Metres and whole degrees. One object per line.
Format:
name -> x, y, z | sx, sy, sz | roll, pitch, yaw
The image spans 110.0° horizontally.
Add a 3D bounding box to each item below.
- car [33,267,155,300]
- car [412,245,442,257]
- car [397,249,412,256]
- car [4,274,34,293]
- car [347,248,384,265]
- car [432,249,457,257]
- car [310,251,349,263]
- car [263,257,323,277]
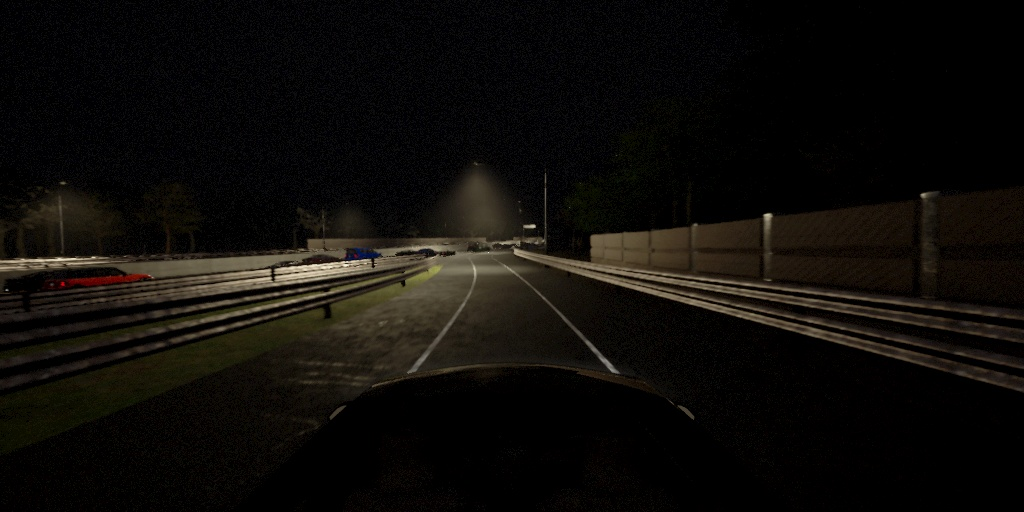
car -> -24.898, 1.469, 21.902 | 2.097, 1.767, 4.553 | 0, 3, 15
car -> -14.284, -0.605, 60.433 | 1.882, 1.535, 5.008 | 0, 3, 15
car -> -17.653, -0.484, 61.381 | 1.895, 1.301, 4.718 | 0, 3, 15
car -> -28.258, 1.606, 22.882 | 2.128, 1.511, 4.902 | 0, 3, 15
car -> -18.516, -0.003, 45.067 | 2.150, 2.045, 5.566 | 0, 3, 15
car -> -10.907, -0.482, 59.523 | 1.895, 1.301, 4.718 | 0, 3, 15
car -> -22.696, 0.490, 43.077 | 2.033, 1.411, 5.357 | 0, 3, 15
car -> -18.861, 1.117, 30.638 | 1.994, 1.385, 4.181 | 0, 3, 15
